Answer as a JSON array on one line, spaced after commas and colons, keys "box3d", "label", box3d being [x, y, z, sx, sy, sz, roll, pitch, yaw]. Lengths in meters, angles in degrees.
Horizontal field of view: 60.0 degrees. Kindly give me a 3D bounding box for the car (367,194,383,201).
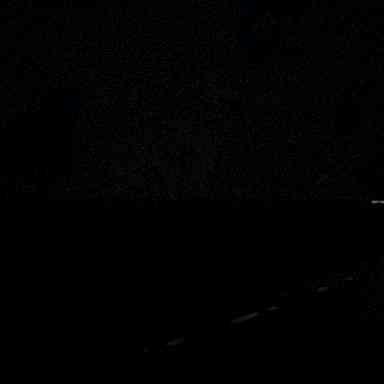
[{"box3d": [34.642, 0.954, 62.905, 1.895, 1.301, 4.718, 1, 1, 14], "label": "car"}]
